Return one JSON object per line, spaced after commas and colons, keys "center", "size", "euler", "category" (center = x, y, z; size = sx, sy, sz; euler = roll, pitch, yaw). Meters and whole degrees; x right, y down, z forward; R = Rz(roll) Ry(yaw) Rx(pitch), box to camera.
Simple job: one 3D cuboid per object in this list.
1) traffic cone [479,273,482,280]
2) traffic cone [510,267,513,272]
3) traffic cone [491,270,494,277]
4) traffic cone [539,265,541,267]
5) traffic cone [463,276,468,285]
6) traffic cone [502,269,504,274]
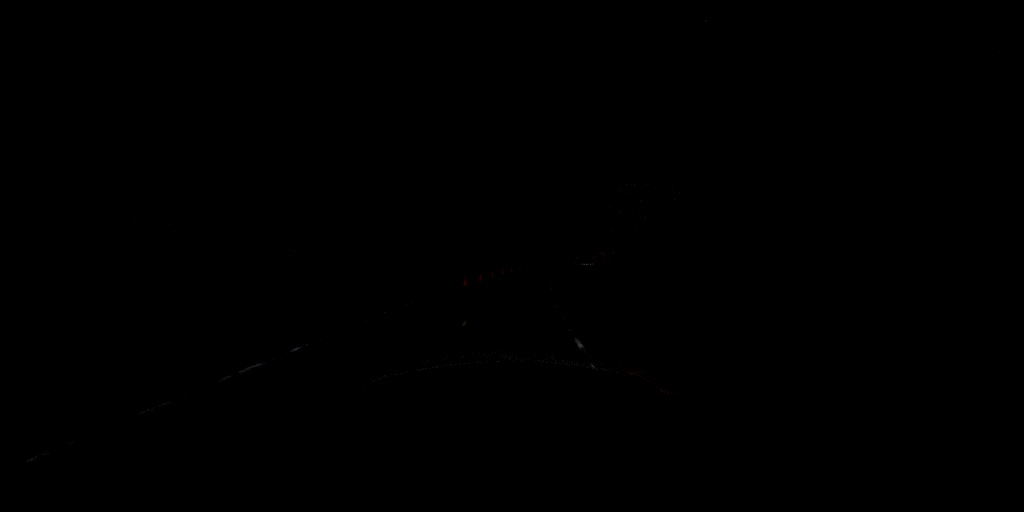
{"center": [-2.555, 1.655, 29.174], "size": [0.340, 0.580, 0.340], "euler": [0, 0, 7], "category": "traffic cone"}
{"center": [-0.062, 1.661, 44.164], "size": [0.340, 0.580, 0.340], "euler": [0, 0, 12], "category": "traffic cone"}
{"center": [-1.847, 1.657, 34.190], "size": [0.340, 0.580, 0.340], "euler": [0, 0, 9], "category": "traffic cone"}
{"center": [4.965, 1.683, 63.786], "size": [0.340, 0.580, 0.340], "euler": [0, 0, 17], "category": "traffic cone"}
{"center": [-3.139, 1.653, 24.142], "size": [0.340, 0.580, 0.340], "euler": [0, 0, 6], "category": "traffic cone"}
{"center": [-1.016, 1.659, 39.188], "size": [0.340, 0.580, 0.340], "euler": [0, 0, 10], "category": "traffic cone"}
